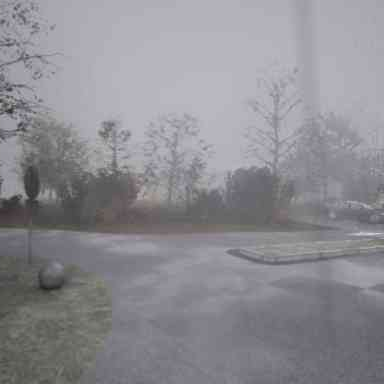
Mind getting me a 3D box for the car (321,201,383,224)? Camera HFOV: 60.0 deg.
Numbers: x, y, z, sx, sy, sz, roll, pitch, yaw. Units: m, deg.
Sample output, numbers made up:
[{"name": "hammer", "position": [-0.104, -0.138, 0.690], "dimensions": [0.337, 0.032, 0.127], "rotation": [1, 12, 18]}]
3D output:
[{"name": "car", "position": [12.386, 1.479, 25.207], "dimensions": [4.892, 1.521, 2.231], "rotation": [3, 1, 41]}]
